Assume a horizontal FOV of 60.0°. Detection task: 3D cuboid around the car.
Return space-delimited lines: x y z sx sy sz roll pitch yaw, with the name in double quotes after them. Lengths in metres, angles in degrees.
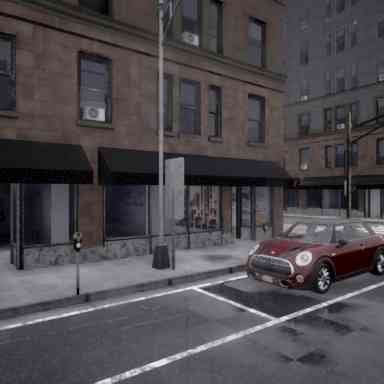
3.312 1.440 8.722 4.097 1.590 1.967 0 0 -37 "car"
